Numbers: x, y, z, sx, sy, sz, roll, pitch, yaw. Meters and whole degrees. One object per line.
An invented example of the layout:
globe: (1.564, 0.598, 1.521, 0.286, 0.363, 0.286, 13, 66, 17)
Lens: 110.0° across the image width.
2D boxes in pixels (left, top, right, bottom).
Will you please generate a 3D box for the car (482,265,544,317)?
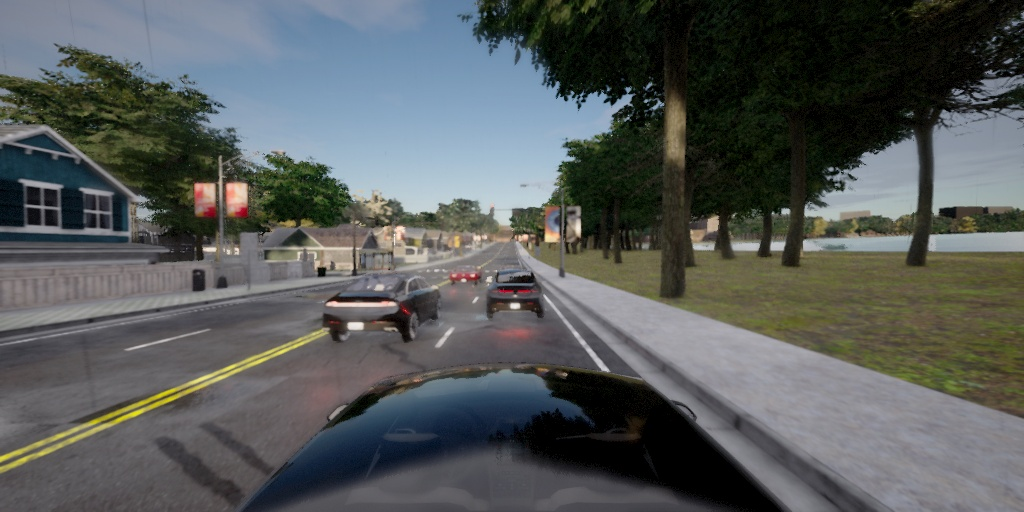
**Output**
car: (0.098, 1.229, 13.018, 1.837, 1.490, 4.892, 0, 0, 0)

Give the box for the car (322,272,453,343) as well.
car: (-3.151, 1.217, 9.657, 2.128, 1.511, 4.902, 0, 0, 0)

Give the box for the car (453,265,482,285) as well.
car: (-3.158, 1.305, 25.636, 1.895, 1.301, 4.718, 0, 0, 0)
